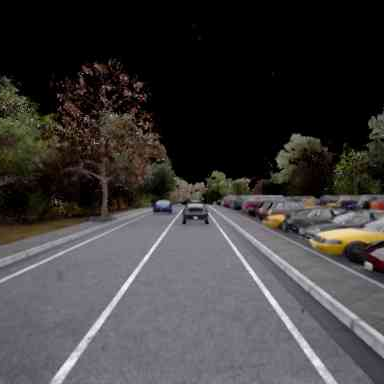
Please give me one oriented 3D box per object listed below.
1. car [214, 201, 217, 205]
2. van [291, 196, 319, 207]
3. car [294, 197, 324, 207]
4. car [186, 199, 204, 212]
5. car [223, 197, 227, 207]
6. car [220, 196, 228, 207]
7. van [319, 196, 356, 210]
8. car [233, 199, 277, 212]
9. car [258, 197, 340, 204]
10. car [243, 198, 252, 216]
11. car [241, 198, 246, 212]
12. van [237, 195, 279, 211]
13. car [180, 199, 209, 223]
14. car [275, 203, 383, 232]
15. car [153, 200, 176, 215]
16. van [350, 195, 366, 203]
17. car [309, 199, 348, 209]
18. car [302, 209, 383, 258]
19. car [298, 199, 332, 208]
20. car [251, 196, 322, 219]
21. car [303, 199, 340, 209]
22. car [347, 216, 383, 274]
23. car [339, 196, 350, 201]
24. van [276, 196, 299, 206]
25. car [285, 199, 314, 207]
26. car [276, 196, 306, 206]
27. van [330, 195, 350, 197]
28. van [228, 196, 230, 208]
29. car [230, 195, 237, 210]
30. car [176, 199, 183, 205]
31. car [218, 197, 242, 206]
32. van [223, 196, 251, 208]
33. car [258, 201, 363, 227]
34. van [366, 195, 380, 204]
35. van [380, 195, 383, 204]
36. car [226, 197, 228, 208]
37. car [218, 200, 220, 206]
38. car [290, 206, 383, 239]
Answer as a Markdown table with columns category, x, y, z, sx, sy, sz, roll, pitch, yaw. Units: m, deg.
| category | x | y | z | sx | sy | sz | roll | pitch | yaw |
| --- | --- | --- | --- | --- | --- | --- | --- | --- | --- |
| car | 7.508 | 1.783 | 64.234 | 5.566 | 2.045 | 2.435 | 0 | -1 | 0 |
| van | 20.707 | 1.752 | 61.140 | 4.442 | 1.987 | 1.878 | 0 | -1 | 0 |
| car | 20.535 | 1.803 | 58.370 | 4.553 | 1.767 | 2.185 | 0 | -1 | 1 |
| car | 0.385 | 1.688 | 42.586 | 2.128 | 1.511 | 4.902 | 0 | -1 | 0 |
| car | 7.364 | 1.766 | 47.576 | 4.792 | 1.488 | 2.163 | 0 | -1 | 0 |
| car | 7.447 | 1.835 | 53.126 | 5.008 | 1.535 | 2.097 | 0 | -1 | 0 |
| van | 20.589 | 1.504 | 47.291 | 4.442 | 1.987 | 1.878 | 0 | -1 | 0 |
| car | 7.352 | 1.617 | 39.241 | 4.792 | 1.488 | 2.163 | 0 | -1 | 0 |
| car | 7.149 | 1.402 | 22.612 | 4.553 | 1.767 | 2.185 | 0 | 0 | 0 |
| car | 7.222 | 1.538 | 28.164 | 5.008 | 1.535 | 2.097 | 0 | 0 | 0 |
| car | 7.254 | 1.583 | 30.940 | 4.674 | 1.452 | 2.002 | 0 | 0 | 0 |
| van | 7.158 | 1.322 | 33.717 | 4.442 | 1.987 | 1.878 | 0 | 0 | 0 |
| car | 0.261 | 1.550 | 25.498 | 1.837 | 1.490 | 4.892 | 0 | 0 | 0 |
| car | 7.126 | 1.519 | 17.059 | 4.892 | 1.521 | 2.231 | 0 | 0 | 0 |
| car | -3.109 | 1.604 | 36.267 | 1.882 | 1.535 | 5.008 | 0 | -1 | 0 |
| van | 20.261 | 1.324 | 36.364 | 4.442 | 1.987 | 1.878 | 0 | -1 | 0 |
| car | 20.489 | 1.781 | 50.058 | 4.892 | 1.521 | 2.231 | 0 | -1 | 0 |
| car | 6.899 | 1.505 | 11.509 | 5.366 | 1.575 | 1.946 | 0 | 0 | 0 |
| car | 20.539 | 1.881 | 55.723 | 5.008 | 1.535 | 2.097 | 0 | -1 | 0 |
| car | 7.172 | 1.407 | 25.388 | 4.553 | 1.767 | 2.185 | 0 | 0 | 0 |
| car | 20.514 | 1.829 | 52.828 | 5.008 | 1.535 | 2.097 | 0 | -1 | 0 |
| car | 7.032 | 1.532 | 8.731 | 4.792 | 1.488 | 2.163 | 0 | 0 | 0 |
| car | 20.406 | 1.581 | 38.980 | 5.008 | 1.535 | 2.097 | 0 | -1 | 1 |
| van | 20.804 | 1.977 | 72.337 | 4.442 | 1.987 | 1.878 | 0 | -1 | 0 |
| car | 20.608 | 2.028 | 63.907 | 4.892 | 1.521 | 2.231 | 0 | -1 | 1 |
| car | 20.689 | 1.883 | 69.447 | 5.566 | 2.045 | 2.435 | 0 | -1 | 1 |
| van | 20.307 | 1.405 | 41.755 | 4.442 | 1.987 | 1.878 | 0 | -1 | 1 |
| van | 7.230 | 1.411 | 42.029 | 4.442 | 1.987 | 1.878 | 0 | -1 | 0 |
| car | 7.327 | 1.302 | 36.492 | 5.566 | 2.045 | 2.435 | 0 | 0 | 0 |
| car | -2.692 | 2.285 | 76.833 | 1.812 | 1.442 | 4.674 | 0 | -2 | 0 |
| car | 7.591 | 1.961 | 67.002 | 4.553 | 1.767 | 2.185 | 0 | -1 | 0 |
| van | 7.582 | 1.659 | 55.905 | 4.442 | 1.987 | 1.878 | 0 | -1 | 0 |
| car | 6.971 | 1.520 | 19.837 | 5.366 | 1.575 | 1.946 | 0 | 0 | 0 |
| van | 20.470 | 1.319 | 33.459 | 4.442 | 1.987 | 1.878 | 0 | 0 | 1 |
| van | 20.447 | 1.314 | 30.814 | 4.442 | 1.987 | 1.878 | 0 | 0 | 0 |
| car | 7.373 | 1.727 | 44.799 | 4.674 | 1.452 | 2.002 | 0 | -1 | 0 |
| car | 7.491 | 1.975 | 58.677 | 4.674 | 1.452 | 2.002 | 0 | -1 | 0 |
| car | 7.115 | 1.514 | 14.283 | 4.892 | 1.521 | 2.231 | 0 | 0 | 0 |
